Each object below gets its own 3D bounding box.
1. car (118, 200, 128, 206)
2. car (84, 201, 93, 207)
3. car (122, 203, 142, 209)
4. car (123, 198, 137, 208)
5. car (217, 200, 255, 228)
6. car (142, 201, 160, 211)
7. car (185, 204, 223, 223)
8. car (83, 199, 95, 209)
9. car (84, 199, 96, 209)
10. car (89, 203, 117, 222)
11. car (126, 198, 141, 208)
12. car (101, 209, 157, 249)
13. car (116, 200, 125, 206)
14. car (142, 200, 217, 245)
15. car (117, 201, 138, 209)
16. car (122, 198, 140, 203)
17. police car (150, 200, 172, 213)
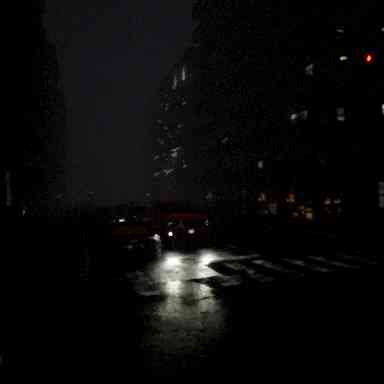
[{"bbox_3d":[-17.272,2.747,83.412,1.887,1.381,4.507,-2,0,-19],"label":"car"},{"bbox_3d":[-25.154,2.865,80.666,1.887,1.381,4.507,-2,0,-19],"label":"car"},{"bbox_3d":[-4.222,1.891,27.209,1.837,1.490,4.892,-1,-1,-19],"label":"car"},{"bbox_3d":[-13.633,2.345,72.689,2.192,1.841,5.009,-2,0,-19],"label":"car"},{"bbox_3d":[2.781,1.542,24.431,2.192,1.841,5.009,-2,0,-19],"label":"car"},{"bbox_3d":[-6.752,2.190,54.017,1.882,1.535,5.008,-1,-1,-19],"label":"car"},{"bbox_3d":[0.965,1.862,29.791,1.887,1.381,4.507,-2,0,-19],"label":"car"},{"bbox_3d":[-19.683,2.604,64.580,1.887,1.381,4.507,-2,0,-19],"label":"car"},{"bbox_3d":[-21.514,2.462,69.942,2.192,1.841,5.009,-2,0,-19],"label":"car"},{"bbox_3d":[-8.740,2.069,32.406,1.887,1.381,4.507,-2,0,-19],"label":"car"},{"bbox_3d":[-11.809,2.257,67.325,2.192,1.841,5.009,-2,0,-19],"label":"car"},{"bbox_3d":[-3.215,1.774,16.159,1.752,1.417,4.829,-2,0,-19],"label":"car"},{"bbox_3d":[-19.090,2.854,88.775,1.947,1.339,4.313,-2,0,-19],"label":"car"},{"bbox_3d":[-0.902,1.441,17.415,2.150,2.045,5.566,-1,-1,-19],"label":"car"},{"bbox_3d":[-7.591,2.100,37.149,2.033,1.411,5.357,-1,-1,-19],"label":"car"},{"bbox_3d":[-8.901,2.072,50.895,2.097,1.767,4.553,-1,-1,-19],"label":"car"},{"bbox_3d":[-4.540,2.028,47.492,1.930,1.638,5.238,-1,-1,-19],"label":"police car"}]
